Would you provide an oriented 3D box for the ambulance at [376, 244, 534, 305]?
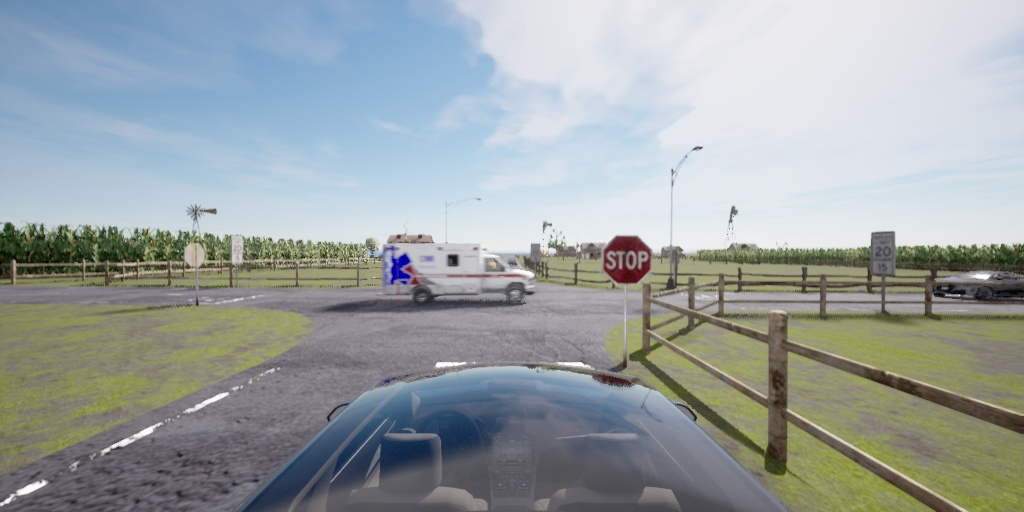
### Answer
[{"bbox_3d":[-2.248,0.730,15.368,6.366,2.431,2.351,0,0,1],"label":"ambulance"}]

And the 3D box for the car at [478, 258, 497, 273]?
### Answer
[{"bbox_3d":[-2.831,1.051,41.854,1.882,1.535,5.008,0,0,0],"label":"car"}]

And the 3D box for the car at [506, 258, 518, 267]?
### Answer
[{"bbox_3d":[0.004,1.029,62.284,2.033,1.411,5.357,0,0,0],"label":"car"}]

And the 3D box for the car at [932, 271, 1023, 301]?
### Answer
[{"bbox_3d":[23.705,1.449,17.967,4.181,1.385,1.994,0,0,1],"label":"car"}]
